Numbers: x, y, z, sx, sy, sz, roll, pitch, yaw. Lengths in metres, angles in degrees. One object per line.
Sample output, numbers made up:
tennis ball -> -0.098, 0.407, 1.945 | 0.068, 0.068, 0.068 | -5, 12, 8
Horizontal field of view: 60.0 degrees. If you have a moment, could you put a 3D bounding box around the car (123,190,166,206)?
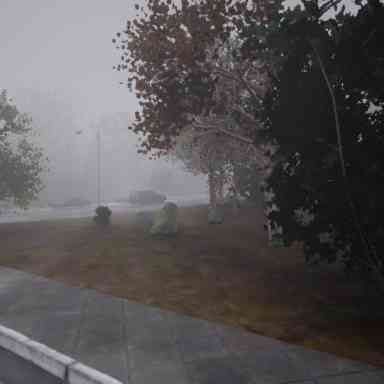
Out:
car -> -5.888, 0.753, 44.258 | 2.150, 2.045, 5.566 | 0, 2, 38

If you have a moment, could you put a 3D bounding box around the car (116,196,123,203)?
car -> -9.619, 0.980, 51.069 | 1.994, 1.385, 4.181 | 0, 3, 39

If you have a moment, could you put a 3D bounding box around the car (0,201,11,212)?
car -> -22.141, 1.528, 35.548 | 1.837, 1.490, 4.892 | 0, 1, 39

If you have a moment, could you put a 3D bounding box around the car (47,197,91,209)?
car -> -15.903, 1.351, 43.290 | 2.033, 1.411, 5.357 | 0, 2, 39
